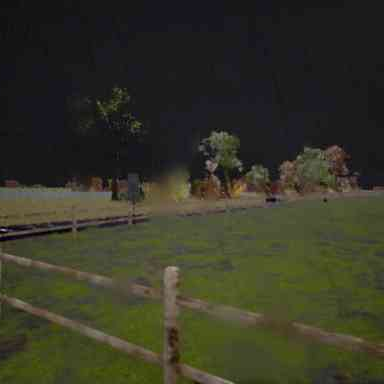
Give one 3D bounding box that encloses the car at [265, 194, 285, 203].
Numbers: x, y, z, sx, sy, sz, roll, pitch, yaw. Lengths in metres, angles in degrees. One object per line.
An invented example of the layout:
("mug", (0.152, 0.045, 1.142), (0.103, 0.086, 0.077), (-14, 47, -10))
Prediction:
("car", (12.721, 0.945, 50.870), (1.994, 1.385, 4.181), (-1, 0, 35))
